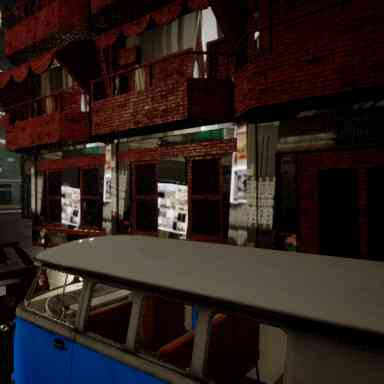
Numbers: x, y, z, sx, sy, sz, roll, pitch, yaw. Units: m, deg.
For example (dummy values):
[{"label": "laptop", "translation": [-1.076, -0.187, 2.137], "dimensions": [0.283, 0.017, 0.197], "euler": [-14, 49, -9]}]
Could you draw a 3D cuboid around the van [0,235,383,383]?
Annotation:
[{"label": "van", "translation": [0.184, 1.341, 2.604], "dimensions": [3.998, 1.788, 1.690], "euler": [0, -1, 36]}]
